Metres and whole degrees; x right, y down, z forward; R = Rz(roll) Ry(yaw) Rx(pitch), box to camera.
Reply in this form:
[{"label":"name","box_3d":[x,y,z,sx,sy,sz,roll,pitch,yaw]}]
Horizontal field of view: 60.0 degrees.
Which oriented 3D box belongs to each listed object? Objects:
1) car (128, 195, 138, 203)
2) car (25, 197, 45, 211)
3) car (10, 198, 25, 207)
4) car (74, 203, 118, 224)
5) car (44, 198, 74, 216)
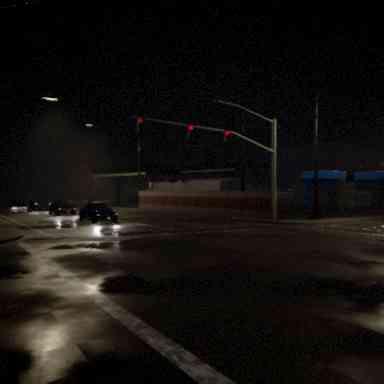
[{"label":"car","box_3d":[-11.416,1.495,71.618,4.611,1.667,2.242,0,0,-35]},{"label":"car","box_3d":[-19.268,1.447,42.106,2.097,1.767,4.553,0,0,-36]},{"label":"car","box_3d":[-28.518,1.694,54.731,1.895,1.301,4.718,0,0,-36]},{"label":"car","box_3d":[-7.419,1.622,26.080,1.812,1.442,4.674,0,0,-37]},{"label":"car","box_3d":[-13.338,1.621,34.077,1.812,1.442,4.674,0,0,-36]}]
